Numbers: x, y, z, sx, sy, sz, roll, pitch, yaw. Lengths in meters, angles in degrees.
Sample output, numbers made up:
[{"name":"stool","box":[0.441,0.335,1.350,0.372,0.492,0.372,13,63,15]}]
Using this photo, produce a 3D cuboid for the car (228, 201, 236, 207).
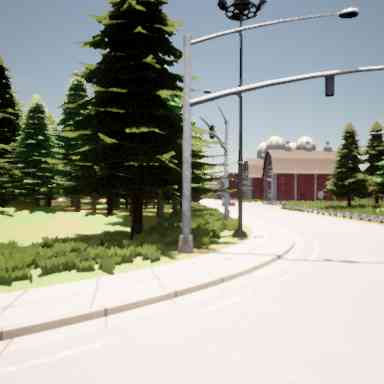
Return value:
[{"name":"car","box":[7.193,1.891,64.476,2.097,1.767,4.553,0,0,-3]}]
